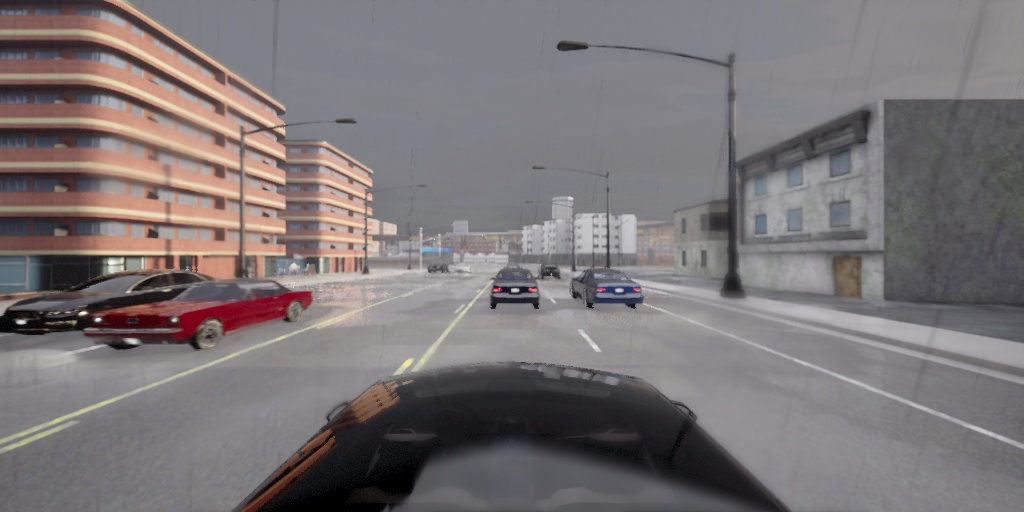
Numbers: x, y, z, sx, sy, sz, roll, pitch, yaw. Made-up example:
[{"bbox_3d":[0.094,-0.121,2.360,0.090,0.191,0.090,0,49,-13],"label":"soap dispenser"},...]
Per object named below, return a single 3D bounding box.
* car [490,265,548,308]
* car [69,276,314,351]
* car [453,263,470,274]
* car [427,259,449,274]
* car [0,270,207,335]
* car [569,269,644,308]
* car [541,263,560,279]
[{"bbox_3d":[0.102,1.217,14.586,2.033,1.411,5.357,0,0,0],"label":"car"},{"bbox_3d":[-7.100,1.274,8.913,1.895,1.301,4.718,0,0,0],"label":"car"},{"bbox_3d":[-7.068,1.789,51.269,1.812,1.442,4.674,0,-1,0],"label":"car"},{"bbox_3d":[-10.570,1.488,51.649,2.150,2.045,5.566,0,-1,0],"label":"car"},{"bbox_3d":[-10.600,1.171,10.169,1.837,1.490,4.892,0,0,0],"label":"car"},{"bbox_3d":[3.602,1.217,14.543,2.033,1.411,5.357,0,0,0],"label":"car"},{"bbox_3d":[3.604,1.485,35.407,1.837,1.490,4.892,0,-1,0],"label":"car"}]
